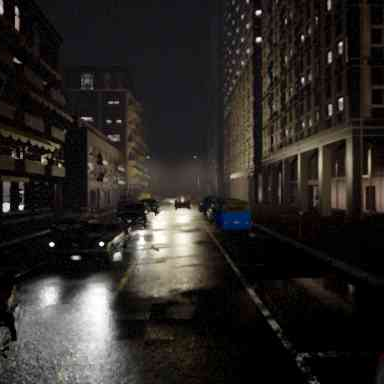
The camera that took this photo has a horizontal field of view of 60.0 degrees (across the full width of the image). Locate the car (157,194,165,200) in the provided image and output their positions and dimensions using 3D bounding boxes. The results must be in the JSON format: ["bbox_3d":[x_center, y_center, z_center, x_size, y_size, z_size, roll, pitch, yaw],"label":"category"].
[{"bbox_3d":[-8.571,1.406,91.553,1.887,1.381,4.507,-1,0,-2],"label":"car"}]

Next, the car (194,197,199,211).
[{"bbox_3d":[1.606,1.454,35.362,1.947,1.339,4.313,0,0,-2],"label":"car"}]

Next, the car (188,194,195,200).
[{"bbox_3d":[-0.195,1.368,91.820,1.802,1.307,4.206,-1,0,-2],"label":"car"}]

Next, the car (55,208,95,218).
[{"bbox_3d":[-6.229,1.554,18.159,2.008,1.369,4.403,0,0,-2],"label":"car"}]

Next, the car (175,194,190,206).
[{"bbox_3d":[-1.494,1.229,51.193,2.097,1.767,4.553,-1,0,-2],"label":"car"}]

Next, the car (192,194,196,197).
[{"bbox_3d":[0.345,1.392,74.882,1.802,1.307,4.206,0,0,-2],"label":"car"}]

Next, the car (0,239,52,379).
[{"bbox_3d":[-3.138,1.512,2.507,2.128,1.511,4.902,-1,0,-2],"label":"car"}]

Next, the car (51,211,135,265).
[{"bbox_3d":[-3.435,1.597,11.862,1.895,1.301,4.718,-1,0,-2],"label":"car"}]

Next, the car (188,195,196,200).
[{"bbox_3d":[-0.015,1.359,86.173,1.947,1.339,4.313,-1,0,-2],"label":"car"}]

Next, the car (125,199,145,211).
[{"bbox_3d":[-6.949,1.533,40.741,1.802,1.307,4.206,0,0,-2],"label":"car"}]

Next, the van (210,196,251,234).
[{"bbox_3d":[2.146,1.269,18.425,1.690,1.788,3.998,0,0,-2],"label":"van"}]

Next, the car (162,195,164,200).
[{"bbox_3d":[-8.205,1.403,80.091,1.752,1.417,4.829,0,0,-2],"label":"car"}]

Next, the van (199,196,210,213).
[{"bbox_3d":[1.786,1.242,29.716,1.690,1.788,3.998,0,0,-2],"label":"van"}]

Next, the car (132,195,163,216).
[{"bbox_3d":[-3.912,1.282,29.815,1.812,1.442,4.674,-1,0,-2],"label":"car"}]

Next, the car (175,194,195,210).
[{"bbox_3d":[-1.145,1.392,40.343,2.128,1.511,4.902,-1,0,-2],"label":"car"}]

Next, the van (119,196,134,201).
[{"bbox_3d":[-6.771,1.305,35.095,1.690,1.788,3.998,0,0,-2],"label":"van"}]

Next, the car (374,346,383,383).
[{"bbox_3d":[2.688,1.412,1.488,1.967,1.590,4.097,0,0,-2],"label":"car"}]

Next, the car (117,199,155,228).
[{"bbox_3d":[-3.755,1.476,22.084,1.837,1.490,4.892,-1,0,-2],"label":"car"}]

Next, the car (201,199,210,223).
[{"bbox_3d":[1.967,1.465,24.071,2.008,1.369,4.403,0,0,-2],"label":"car"}]

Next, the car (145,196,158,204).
[{"bbox_3d":[-7.670,1.472,63.324,1.947,1.339,4.313,0,0,-2],"label":"car"}]
